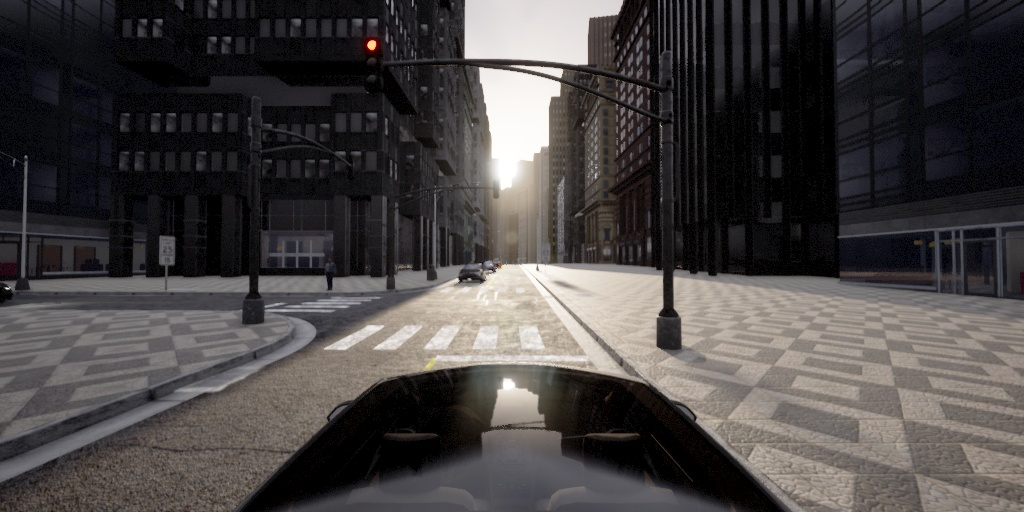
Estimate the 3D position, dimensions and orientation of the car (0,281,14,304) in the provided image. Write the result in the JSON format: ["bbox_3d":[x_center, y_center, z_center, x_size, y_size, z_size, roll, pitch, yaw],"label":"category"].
[{"bbox_3d":[-21.927,1.168,13.428,4.892,1.490,1.837,0,-1,0],"label":"car"}]

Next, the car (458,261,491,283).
[{"bbox_3d":[-3.038,1.298,28.409,2.033,1.411,5.357,0,0,0],"label":"car"}]

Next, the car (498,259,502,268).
[{"bbox_3d":[-2.857,1.230,63.194,2.097,1.767,4.553,0,0,0],"label":"car"}]

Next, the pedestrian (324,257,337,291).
[{"bbox_3d":[-9.967,0.965,19.623,0.375,1.860,0.375,0,-1,0],"label":"pedestrian"}]

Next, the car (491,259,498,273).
[{"bbox_3d":[-2.998,1.308,44.120,1.812,1.442,4.674,0,0,0],"label":"car"}]
